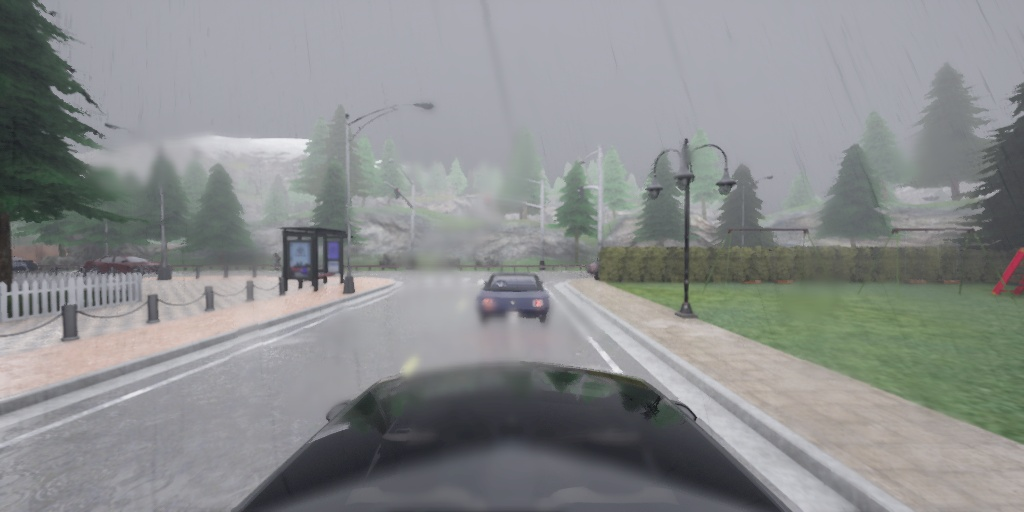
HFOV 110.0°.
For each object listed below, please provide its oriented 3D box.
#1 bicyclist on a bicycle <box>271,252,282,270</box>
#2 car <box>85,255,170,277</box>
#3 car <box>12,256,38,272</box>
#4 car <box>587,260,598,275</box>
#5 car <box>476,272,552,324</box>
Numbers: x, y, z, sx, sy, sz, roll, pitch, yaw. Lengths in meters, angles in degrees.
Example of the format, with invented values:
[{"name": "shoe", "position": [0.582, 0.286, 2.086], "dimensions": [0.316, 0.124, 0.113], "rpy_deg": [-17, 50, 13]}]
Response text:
[{"name": "bicyclist on a bicycle", "position": [-21.648, 0.491, 32.982], "dimensions": [0.582, 1.620, 1.656], "rpy_deg": [0, 2, 0]}, {"name": "car", "position": [-27.700, 0.679, 25.943], "dimensions": [5.008, 1.535, 1.882], "rpy_deg": [0, 1, 1]}, {"name": "car", "position": [-42.308, 0.679, 29.644], "dimensions": [4.181, 1.385, 1.994], "rpy_deg": [0, 1, 1]}, {"name": "car", "position": [7.539, 0.765, 25.931], "dimensions": [4.181, 1.385, 1.994], "rpy_deg": [0, 1, 1]}, {"name": "car", "position": [0.069, 1.134, 11.005], "dimensions": [1.895, 1.301, 4.718], "rpy_deg": [0, 1, 0]}]
